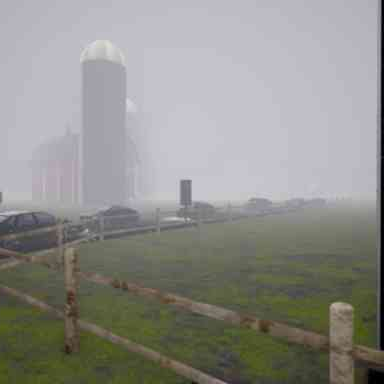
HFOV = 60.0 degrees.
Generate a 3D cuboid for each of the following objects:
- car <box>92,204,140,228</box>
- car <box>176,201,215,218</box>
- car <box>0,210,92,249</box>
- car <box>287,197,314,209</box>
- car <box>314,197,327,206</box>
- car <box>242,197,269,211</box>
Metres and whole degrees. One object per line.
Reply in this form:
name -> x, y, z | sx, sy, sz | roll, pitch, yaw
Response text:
car -> -5.399, 1.511, 21.841 | 1.994, 1.385, 4.181 | 1, 0, 35
car -> 0.374, 1.498, 29.933 | 1.994, 1.385, 4.181 | 1, 0, 35
car -> -7.247, 1.527, 14.629 | 2.033, 1.411, 5.357 | 0, 0, 28
car -> 14.087, 1.483, 44.166 | 2.033, 1.411, 5.357 | 1, 0, 36
car -> 19.609, 1.490, 51.993 | 1.994, 1.385, 4.181 | 1, 0, 35
car -> 7.796, 1.425, 40.308 | 1.837, 1.490, 4.892 | 1, 1, 36
